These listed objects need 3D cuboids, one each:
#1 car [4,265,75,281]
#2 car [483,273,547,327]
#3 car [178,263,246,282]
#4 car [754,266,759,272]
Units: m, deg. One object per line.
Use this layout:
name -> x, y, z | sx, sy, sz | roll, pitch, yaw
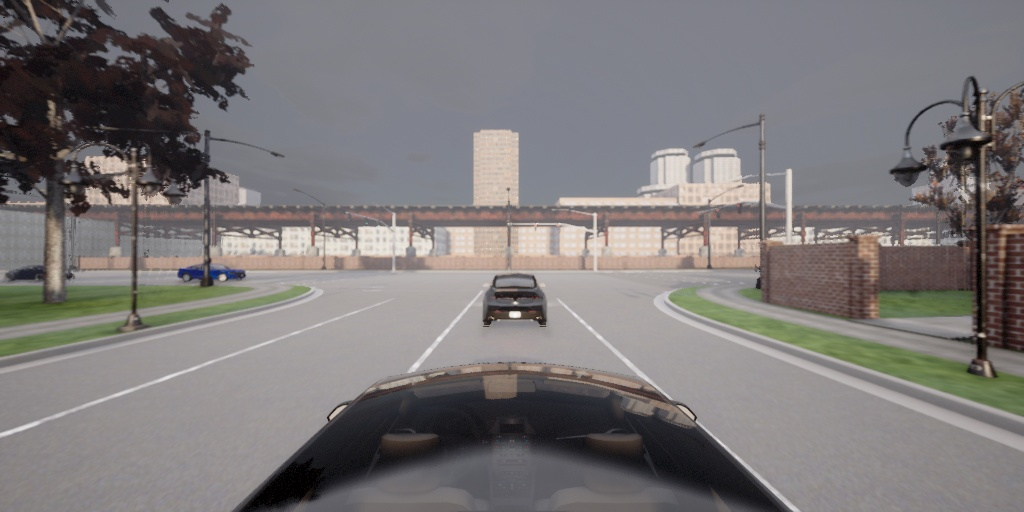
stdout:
car -> -40.468, 1.481, 30.773 | 4.181, 1.385, 1.994 | 0, 0, 2
car -> 0.086, 1.299, 11.782 | 1.837, 1.490, 4.892 | 0, 0, 0
car -> -25.236, 1.352, 30.285 | 5.008, 1.535, 1.882 | 0, 0, 2
car -> 29.858, 1.256, 39.519 | 5.357, 1.411, 2.033 | -1, 0, 1
